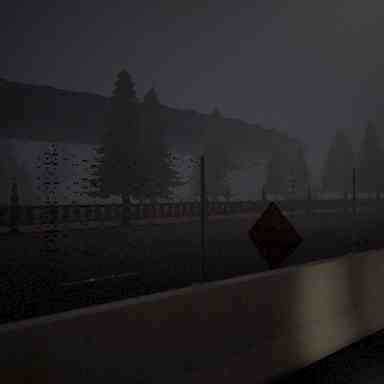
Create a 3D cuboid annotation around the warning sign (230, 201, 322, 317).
[{"bbox_3d":[1.546,1.114,6.262,1.060,1.860,1.300,0,0,-35],"label":"warning sign"}]
